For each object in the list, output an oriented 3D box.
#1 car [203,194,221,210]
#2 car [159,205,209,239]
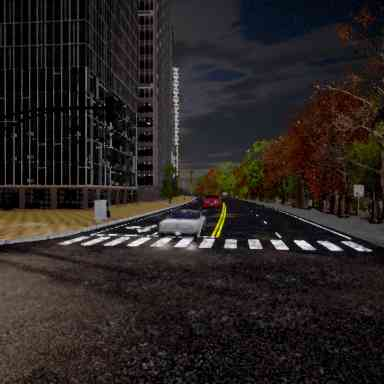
[{"bbox_3d":[2.716,1.235,44.657,2.150,2.045,5.566,0,0,6],"label":"car"},{"bbox_3d":[-0.390,1.605,17.558,1.895,1.301,4.718,0,0,7],"label":"car"}]
